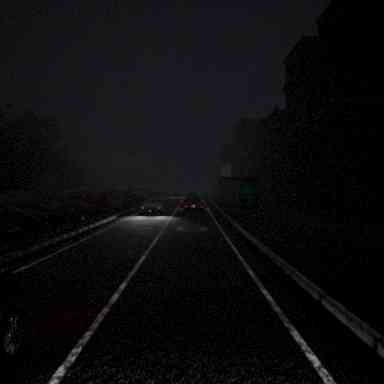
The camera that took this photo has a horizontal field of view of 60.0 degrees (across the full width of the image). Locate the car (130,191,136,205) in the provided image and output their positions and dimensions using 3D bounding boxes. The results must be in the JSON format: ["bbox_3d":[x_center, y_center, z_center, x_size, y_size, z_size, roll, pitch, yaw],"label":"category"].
[{"bbox_3d":[-9.513,0.942,38.881,4.892,1.521,2.231,0,1,1],"label":"car"}]

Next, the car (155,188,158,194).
[{"bbox_3d":[-9.278,0.424,61.142,4.792,1.488,2.163,0,1,1],"label":"car"}]

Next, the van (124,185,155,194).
[{"bbox_3d":[-9.216,0.240,58.289,4.442,1.987,1.878,0,1,0],"label":"van"}]

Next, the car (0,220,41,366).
[{"bbox_3d":[-3.350,1.348,2.721,2.097,1.767,4.553,0,0,0],"label":"car"}]

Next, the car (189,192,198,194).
[{"bbox_3d":[0.169,0.766,47.363,2.033,1.411,5.357,0,1,0],"label":"car"}]

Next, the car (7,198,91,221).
[{"bbox_3d":[-9.628,1.362,22.185,4.792,1.488,2.163,0,1,1],"label":"car"}]

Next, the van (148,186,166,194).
[{"bbox_3d":[-8.968,-0.475,86.050,4.442,1.987,1.878,0,2,1],"label":"van"}]

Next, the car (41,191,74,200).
[{"bbox_3d":[-22.440,0.568,55.671,4.674,1.452,2.002,0,1,1],"label":"car"}]

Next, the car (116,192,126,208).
[{"bbox_3d":[-9.742,1.070,33.318,5.366,1.575,1.946,0,1,1],"label":"car"}]

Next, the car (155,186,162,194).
[{"bbox_3d":[-9.201,0.057,69.484,4.553,1.767,2.185,0,1,1],"label":"car"}]

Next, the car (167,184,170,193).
[{"bbox_3d":[-9.079,-0.431,83.393,5.566,2.045,2.435,0,2,1],"label":"car"}]

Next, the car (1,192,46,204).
[{"bbox_3d":[-22.543,0.802,44.534,4.892,1.521,2.231,0,1,1],"label":"car"}]

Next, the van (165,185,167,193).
[{"bbox_3d":[-9.016,-0.332,80.611,4.442,1.987,1.878,0,2,1],"label":"van"}]

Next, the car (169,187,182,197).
[{"bbox_3d":[-3.079,0.214,68.848,2.033,1.411,5.357,0,1,0],"label":"car"}]

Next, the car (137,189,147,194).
[{"bbox_3d":[-9.427,0.739,47.228,5.008,1.535,2.097,0,1,1],"label":"car"}]

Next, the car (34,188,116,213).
[{"bbox_3d":[-9.635,0.954,27.746,5.566,2.045,2.435,0,1,1],"label":"car"}]

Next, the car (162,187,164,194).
[{"bbox_3d":[-9.214,0.112,72.271,4.892,1.521,2.231,0,1,1],"label":"car"}]

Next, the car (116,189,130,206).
[{"bbox_3d":[-9.502,0.884,35.970,4.553,1.767,2.185,0,1,1],"label":"car"}]

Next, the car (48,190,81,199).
[{"bbox_3d":[-22.407,0.459,58.453,5.008,1.535,2.097,0,1,1],"label":"car"}]

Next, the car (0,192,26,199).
[{"bbox_3d":[-22.589,0.975,38.966,4.674,1.452,2.002,0,1,1],"label":"car"}]

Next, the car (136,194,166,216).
[{"bbox_3d":[-3.283,1.185,28.687,1.812,1.442,4.674,0,1,1],"label":"car"}]

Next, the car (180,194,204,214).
[{"bbox_3d":[0.127,1.175,30.166,2.033,1.411,5.357,0,1,-1],"label":"car"}]

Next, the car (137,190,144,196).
[{"bbox_3d":[-9.463,0.806,44.446,5.008,1.535,2.097,0,1,1],"label":"car"}]

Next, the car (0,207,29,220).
[{"bbox_3d":[-9.735,1.509,13.821,4.674,1.452,2.002,0,1,1],"label":"car"}]

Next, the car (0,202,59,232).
[{"bbox_3d":[-9.701,1.432,16.609,5.008,1.535,2.097,0,1,0],"label":"car"}]

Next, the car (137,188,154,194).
[{"bbox_3d":[-9.197,0.599,52.792,5.366,1.575,1.946,0,1,1],"label":"car"}]

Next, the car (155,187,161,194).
[{"bbox_3d":[-9.260,0.294,66.707,4.674,1.452,2.002,0,1,1],"label":"car"}]

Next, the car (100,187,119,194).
[{"bbox_3d":[-22.106,-0.457,89.073,4.553,1.767,2.185,0,2,1],"label":"car"}]

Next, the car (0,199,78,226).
[{"bbox_3d":[-9.677,1.386,19.398,5.008,1.535,2.097,0,1,1],"label":"car"}]

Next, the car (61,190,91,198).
[{"bbox_3d":[-22.367,0.318,64.021,5.008,1.535,2.097,0,1,1],"label":"car"}]

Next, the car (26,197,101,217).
[{"bbox_3d":[-9.629,1.311,24.970,4.674,1.452,2.002,0,1,1],"label":"car"}]

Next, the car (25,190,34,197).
[{"bbox_3d":[-22.567,0.868,41.749,5.008,1.535,2.097,0,1,1],"label":"car"}]

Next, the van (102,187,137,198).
[{"bbox_3d":[-9.599,0.648,41.659,4.442,1.987,1.878,0,1,1],"label":"van"}]

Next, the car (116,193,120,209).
[{"bbox_3d":[-9.577,1.139,30.534,5.008,1.535,2.097,0,1,1],"label":"car"}]

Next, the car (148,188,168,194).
[{"bbox_3d":[-9.051,-0.325,88.964,4.892,1.521,2.231,0,2,1],"label":"car"}]

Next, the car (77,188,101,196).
[{"bbox_3d":[-22.318,-0.021,72.371,4.553,1.767,2.185,0,1,1],"label":"car"}]

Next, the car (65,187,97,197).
[{"bbox_3d":[-22.309,-0.003,66.800,5.566,2.045,2.435,0,1,0],"label":"car"}]

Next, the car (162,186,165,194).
[{"bbox_3d":[-9.368,0.035,75.054,5.366,1.575,1.946,0,1,1],"label":"car"}]
